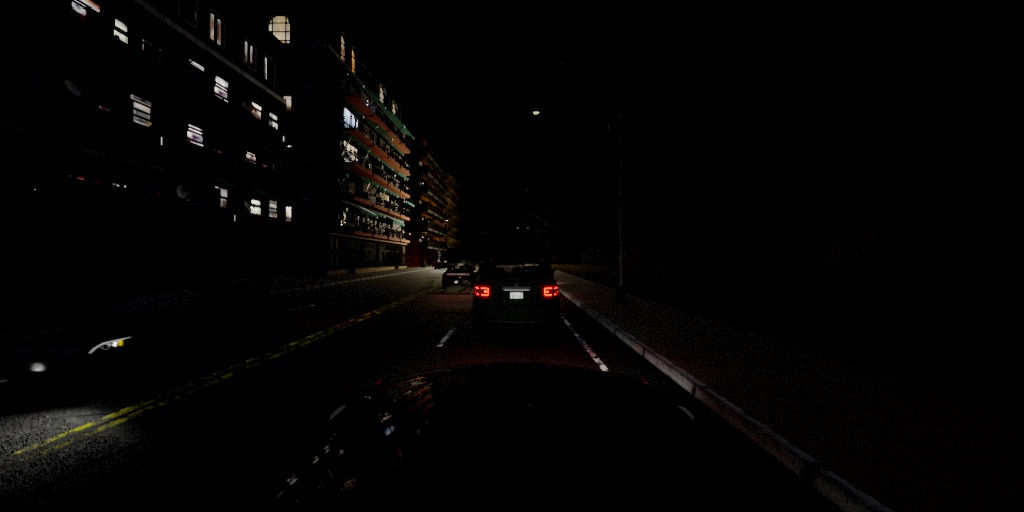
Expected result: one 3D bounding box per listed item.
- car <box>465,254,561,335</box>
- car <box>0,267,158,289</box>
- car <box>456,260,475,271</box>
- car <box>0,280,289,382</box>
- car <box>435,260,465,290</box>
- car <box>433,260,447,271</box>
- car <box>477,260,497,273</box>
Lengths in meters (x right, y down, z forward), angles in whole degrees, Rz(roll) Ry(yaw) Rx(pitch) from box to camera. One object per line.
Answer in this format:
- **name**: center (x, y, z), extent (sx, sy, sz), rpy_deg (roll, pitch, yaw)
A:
- **car**: center (0.118, 0.973, 10.673), extent (2.150, 2.045, 5.566), rpy_deg (0, 0, 0)
- **car**: center (-9.836, 1.103, 7.569), extent (2.097, 1.767, 4.553), rpy_deg (0, 0, 0)
- **car**: center (-6.465, 1.298, 50.719), extent (2.033, 1.411, 5.357), rpy_deg (0, 0, 0)
- **car**: center (-6.586, 1.276, 7.312), extent (1.812, 1.442, 4.674), rpy_deg (0, 0, 0)
- **car**: center (-3.095, 1.245, 22.393), extent (2.128, 1.511, 4.902), rpy_deg (0, 0, 0)
- **car**: center (-9.712, 1.315, 50.552), extent (1.994, 1.385, 4.181), rpy_deg (0, 0, 0)
- **car**: center (-3.035, 1.242, 44.468), extent (2.128, 1.511, 4.902), rpy_deg (0, 0, 0)
